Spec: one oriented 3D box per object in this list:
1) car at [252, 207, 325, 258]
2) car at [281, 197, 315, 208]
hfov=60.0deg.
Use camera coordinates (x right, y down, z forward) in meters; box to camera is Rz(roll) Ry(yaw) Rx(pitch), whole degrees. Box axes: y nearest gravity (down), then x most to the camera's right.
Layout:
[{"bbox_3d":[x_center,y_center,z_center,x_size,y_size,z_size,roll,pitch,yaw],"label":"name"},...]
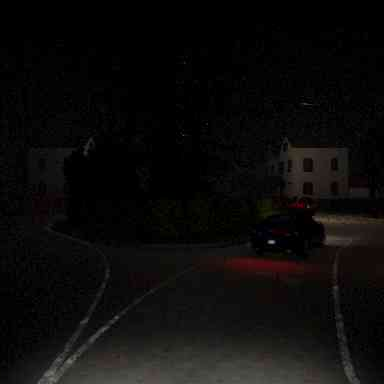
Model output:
[{"bbox_3d":[4.085,1.608,13.690,1.882,1.535,5.008,-1,-1,32],"label":"car"},{"bbox_3d":[10.394,1.551,34.813,2.150,2.045,5.566,1,-1,-19],"label":"car"}]
